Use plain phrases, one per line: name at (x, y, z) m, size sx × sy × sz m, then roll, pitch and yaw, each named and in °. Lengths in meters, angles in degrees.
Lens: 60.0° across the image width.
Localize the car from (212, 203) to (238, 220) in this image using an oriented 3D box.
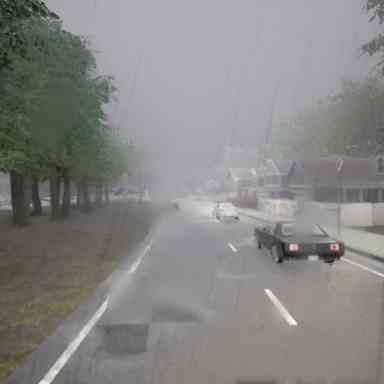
car at (2.921, 1.674, 29.704) m, size 1.812 × 1.442 × 4.674 m, roll 0°, pitch 0°, yaw -3°

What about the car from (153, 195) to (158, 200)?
car at (-10.086, 1.523, 94.708) m, size 1.882 × 1.535 × 5.008 m, roll 0°, pitch 0°, yaw -14°

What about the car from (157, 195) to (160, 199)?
car at (-6.326, 1.725, 76.700) m, size 1.895 × 1.301 × 4.718 m, roll 0°, pitch 0°, yaw -11°

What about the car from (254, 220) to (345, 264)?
car at (3.551, 1.669, 12.015) m, size 1.895 × 1.301 × 4.718 m, roll 0°, pitch 0°, yaw -1°

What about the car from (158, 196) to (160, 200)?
car at (-4.485, 1.733, 58.472) m, size 1.812 × 1.442 × 4.674 m, roll 0°, pitch 0°, yaw -8°

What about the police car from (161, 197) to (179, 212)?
police car at (-2.673, 1.616, 42.656) m, size 1.930 × 1.638 × 5.238 m, roll 0°, pitch 0°, yaw -5°
